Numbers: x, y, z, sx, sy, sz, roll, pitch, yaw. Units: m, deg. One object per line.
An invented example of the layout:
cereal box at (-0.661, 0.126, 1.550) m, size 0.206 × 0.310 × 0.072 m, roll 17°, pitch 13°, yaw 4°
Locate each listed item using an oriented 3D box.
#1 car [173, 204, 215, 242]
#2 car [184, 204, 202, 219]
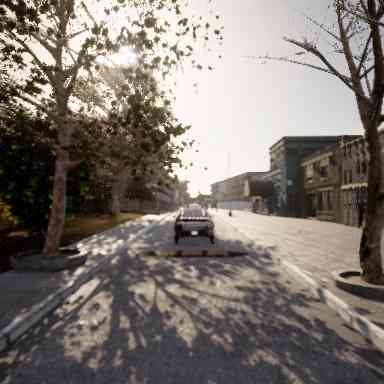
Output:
car at (0.101, 1.554, 16.558) m, size 2.128 × 1.511 × 4.902 m, roll 0°, pitch -1°, yaw 0°
car at (0.102, 1.959, 34.693) m, size 1.812 × 1.442 × 4.674 m, roll 0°, pitch -2°, yaw 0°
